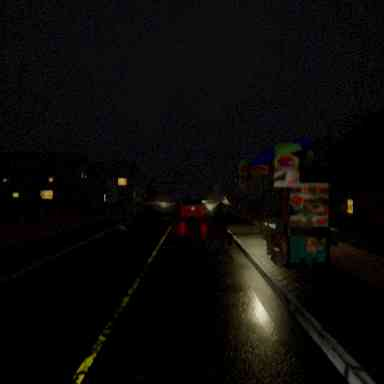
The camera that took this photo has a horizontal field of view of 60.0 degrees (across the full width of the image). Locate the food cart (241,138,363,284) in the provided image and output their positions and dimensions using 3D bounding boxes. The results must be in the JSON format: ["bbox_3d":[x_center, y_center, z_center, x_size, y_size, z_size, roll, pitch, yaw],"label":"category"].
[{"bbox_3d":[3.045,0.442,10.542,2.280,3.560,4.660,1,1,0],"label":"food cart"}]

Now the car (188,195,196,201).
[{"bbox_3d":[0.088,1.608,84.460,2.033,1.411,5.357,0,0,0],"label":"car"}]

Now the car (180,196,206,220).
[{"bbox_3d":[0.092,1.317,27.584,2.097,1.767,4.553,0,0,0],"label":"car"}]

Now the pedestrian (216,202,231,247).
[{"bbox_3d":[1.252,1.267,13.391,0.375,1.860,0.375,-1,1,0],"label":"pedestrian"}]

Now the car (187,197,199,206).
[{"bbox_3d":[0.155,1.581,54.469,1.895,1.301,4.718,0,0,0],"label":"car"}]
